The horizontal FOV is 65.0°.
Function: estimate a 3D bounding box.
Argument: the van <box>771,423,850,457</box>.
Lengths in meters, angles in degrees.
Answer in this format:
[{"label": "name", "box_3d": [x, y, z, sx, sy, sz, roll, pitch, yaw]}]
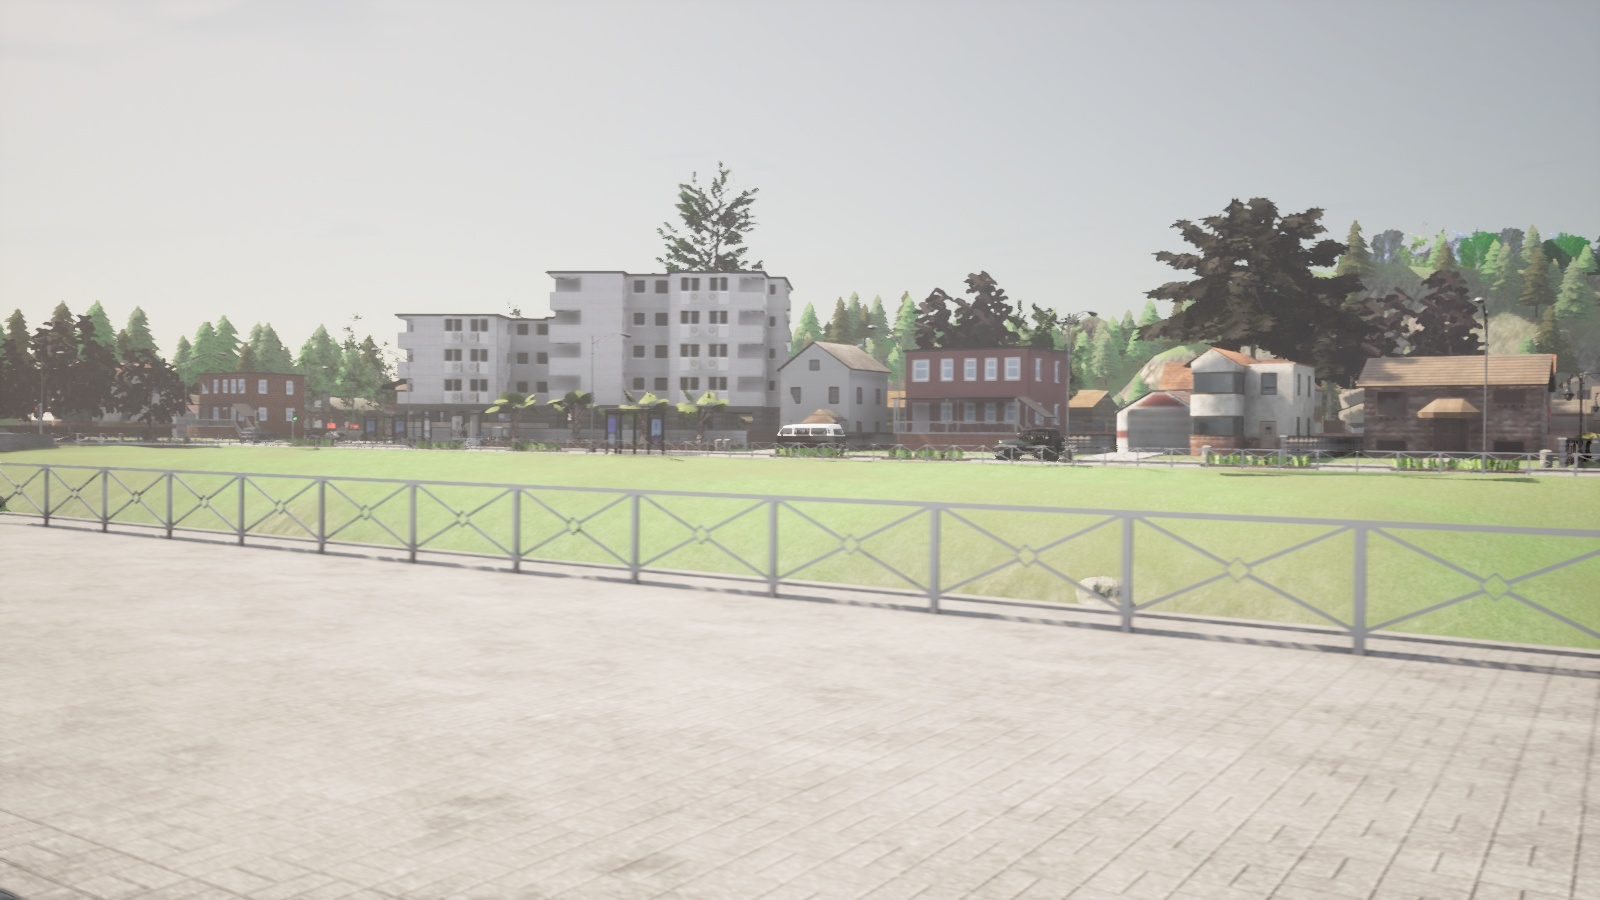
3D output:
[{"label": "van", "box_3d": [0.650, -0.614, 77.851, 4.480, 2.038, 2.069, 0, 1, 34]}]

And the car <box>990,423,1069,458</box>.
[{"label": "car", "box_3d": [12.752, -0.541, 69.809, 3.866, 1.878, 1.905, 0, 1, 34]}]
